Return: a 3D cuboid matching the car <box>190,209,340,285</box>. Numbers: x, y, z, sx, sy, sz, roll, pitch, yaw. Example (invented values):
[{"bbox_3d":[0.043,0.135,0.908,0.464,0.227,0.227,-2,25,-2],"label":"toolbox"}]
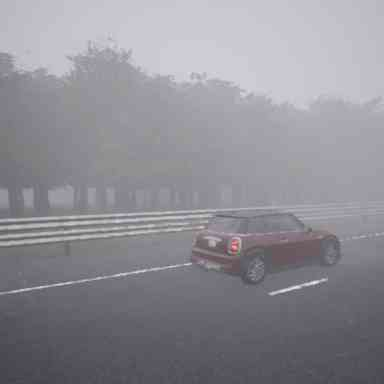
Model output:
[{"bbox_3d":[2.236,1.308,9.591,4.553,1.767,2.097,-1,0,-35],"label":"car"}]
